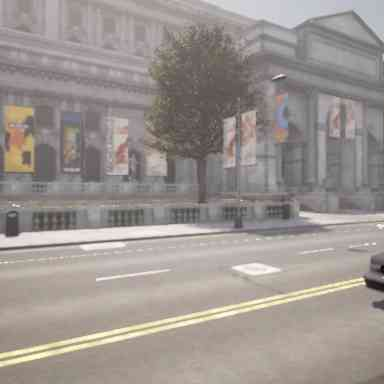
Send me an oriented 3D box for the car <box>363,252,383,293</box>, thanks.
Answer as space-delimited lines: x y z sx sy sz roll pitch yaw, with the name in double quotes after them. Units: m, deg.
6.113 1.548 7.326 5.357 1.411 2.033 0 0 -29 "car"
